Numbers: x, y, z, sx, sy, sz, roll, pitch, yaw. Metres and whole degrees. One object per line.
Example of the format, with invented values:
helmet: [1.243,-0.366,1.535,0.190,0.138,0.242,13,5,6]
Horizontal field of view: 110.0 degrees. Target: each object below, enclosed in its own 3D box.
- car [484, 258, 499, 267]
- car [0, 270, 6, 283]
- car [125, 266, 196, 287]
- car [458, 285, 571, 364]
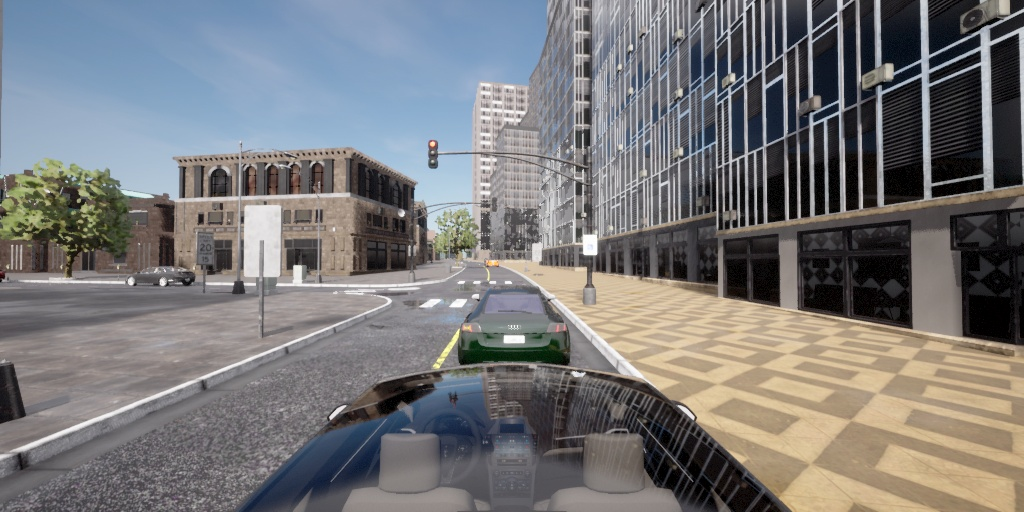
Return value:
car: [-3.561,1.096,64.696,2.097,1.767,4.553,0,0,-7]
car: [-41.453,1.380,27.465,4.507,1.381,1.888,0,0,9]
car: [-24.214,1.379,24.710,4.403,1.370,2.007,0,0,9]
car: [0.039,1.315,7.799,1.994,1.385,4.181,0,0,0]
